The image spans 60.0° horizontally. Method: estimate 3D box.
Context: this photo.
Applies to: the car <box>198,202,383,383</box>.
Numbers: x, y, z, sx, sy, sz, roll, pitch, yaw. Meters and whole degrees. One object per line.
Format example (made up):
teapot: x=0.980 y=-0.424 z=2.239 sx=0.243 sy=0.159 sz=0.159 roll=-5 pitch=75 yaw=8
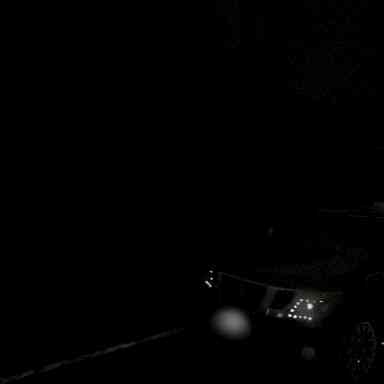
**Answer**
car: x=2.746 y=1.220 z=5.653 sx=5.566 sy=2.045 sz=2.150 roll=0 pitch=0 yaw=-36
